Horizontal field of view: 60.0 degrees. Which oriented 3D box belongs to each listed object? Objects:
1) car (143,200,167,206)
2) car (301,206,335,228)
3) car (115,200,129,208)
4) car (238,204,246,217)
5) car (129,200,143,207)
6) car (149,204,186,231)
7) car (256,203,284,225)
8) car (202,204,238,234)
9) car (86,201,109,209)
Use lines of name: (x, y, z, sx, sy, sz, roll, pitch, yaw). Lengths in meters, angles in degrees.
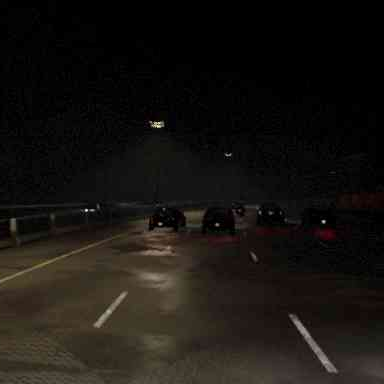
car: (-5.363, 2.082, 52.088, 1.837, 1.490, 4.892, 0, -1, 19)
car: (9.544, 1.831, 25.403, 1.837, 1.490, 4.892, 0, -1, 10)
car: (-11.206, 2.133, 56.559, 1.812, 1.442, 4.674, 0, -1, 19)
car: (4.929, 1.989, 37.006, 2.033, 1.411, 5.357, 0, -1, 14)
car: (-7.858, 2.099, 55.579, 2.128, 1.511, 4.902, 0, -1, 20)
car: (-1.580, 1.777, 22.375, 1.812, 1.442, 4.674, 0, -1, 8)
car: (6.415, 1.692, 27.581, 2.097, 1.767, 4.553, 0, -1, 11)
car: (1.764, 1.727, 21.160, 1.882, 1.535, 5.008, 0, -1, 8)
car: (-15.533, 2.134, 54.745, 1.994, 1.385, 4.181, 0, -1, 19)
